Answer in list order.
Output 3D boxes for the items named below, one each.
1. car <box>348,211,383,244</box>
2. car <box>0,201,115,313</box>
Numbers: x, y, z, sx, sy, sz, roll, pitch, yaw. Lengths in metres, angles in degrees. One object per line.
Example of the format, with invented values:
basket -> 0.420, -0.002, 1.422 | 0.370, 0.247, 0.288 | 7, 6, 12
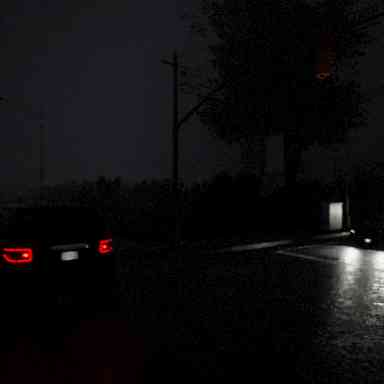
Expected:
car -> 9.204, 1.554, 14.864 | 5.357, 1.411, 2.033 | 0, 0, -36
car -> -3.851, 1.229, 8.011 | 2.150, 2.045, 5.566 | 0, 0, -39
